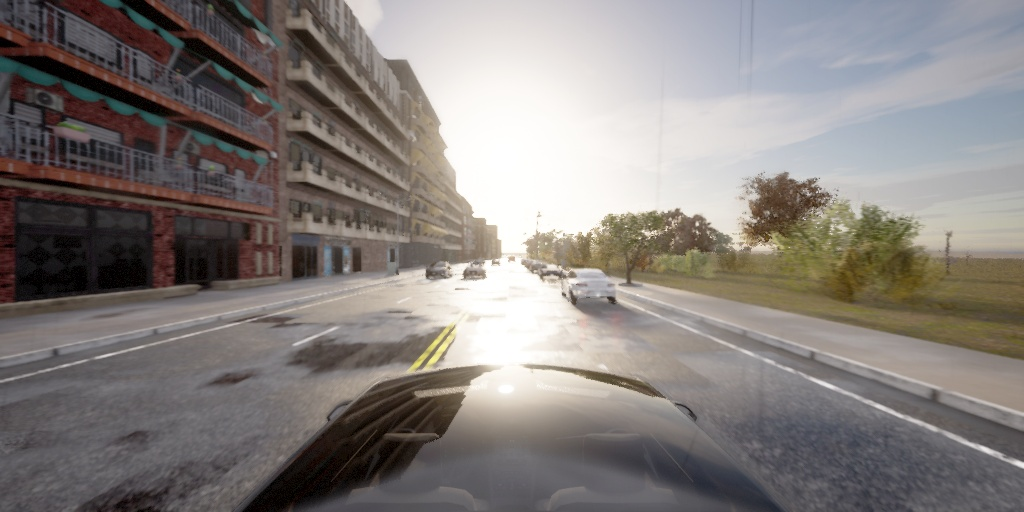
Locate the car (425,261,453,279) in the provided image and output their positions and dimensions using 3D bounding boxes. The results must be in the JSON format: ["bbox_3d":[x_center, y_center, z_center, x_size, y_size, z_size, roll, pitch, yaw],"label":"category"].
[{"bbox_3d":[-6.596,1.258,32.659,1.837,1.490,4.892,0,0,0],"label":"car"}]

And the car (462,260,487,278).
[{"bbox_3d":[-3.345,1.317,33.083,1.994,1.385,4.181,0,0,0],"label":"car"}]

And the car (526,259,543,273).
[{"bbox_3d":[3.233,1.249,44.563,2.128,1.511,4.902,0,0,0],"label":"car"}]

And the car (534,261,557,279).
[{"bbox_3d":[3.338,1.354,32.410,1.895,1.301,4.718,0,0,0],"label":"car"}]

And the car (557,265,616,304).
[{"bbox_3d":[3.342,1.277,16.209,1.812,1.442,4.674,0,0,0],"label":"car"}]

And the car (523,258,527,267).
[{"bbox_3d":[3.230,1.326,55.563,1.994,1.385,4.181,0,0,0],"label":"car"}]
